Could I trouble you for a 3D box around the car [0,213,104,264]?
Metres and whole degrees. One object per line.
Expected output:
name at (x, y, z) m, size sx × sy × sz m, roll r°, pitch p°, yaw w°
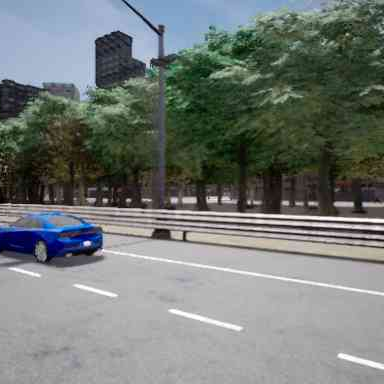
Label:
car at (-5.336, 1.496, 11.977) m, size 5.008 × 1.535 × 1.882 m, roll 0°, pitch 0°, yaw 36°
